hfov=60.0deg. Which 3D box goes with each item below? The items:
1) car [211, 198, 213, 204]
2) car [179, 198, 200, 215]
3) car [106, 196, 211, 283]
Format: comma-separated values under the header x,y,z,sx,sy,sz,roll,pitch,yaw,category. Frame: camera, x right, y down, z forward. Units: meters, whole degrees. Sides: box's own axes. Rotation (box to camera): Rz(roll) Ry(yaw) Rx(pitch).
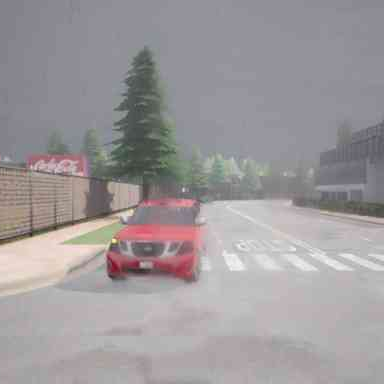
x,y,z,sx,sy,sz,roll,pitch,yaw,category
2.274,1.450,60.959,2.033,1.411,5.357,0,0,23,car
-0.251,1.501,35.670,2.128,1.511,4.902,0,0,1,car
-0.727,1.252,10.090,2.150,2.045,5.566,1,0,6,car
